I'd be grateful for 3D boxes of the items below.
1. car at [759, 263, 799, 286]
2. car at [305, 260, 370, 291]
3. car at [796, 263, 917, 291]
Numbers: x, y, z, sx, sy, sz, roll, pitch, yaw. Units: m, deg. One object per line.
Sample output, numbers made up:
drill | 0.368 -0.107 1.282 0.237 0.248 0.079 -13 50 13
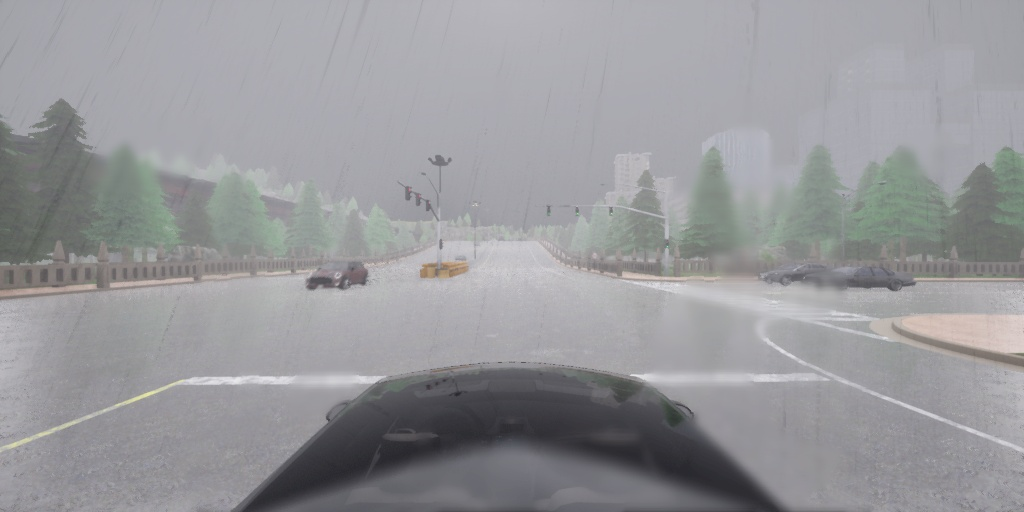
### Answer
car | 19.787 1.241 24.667 4.902 1.511 2.128 0 0 1
car | -10.467 1.077 21.842 2.097 1.767 4.553 0 0 0
car | 20.443 1.297 21.183 5.357 1.411 2.033 0 0 0
